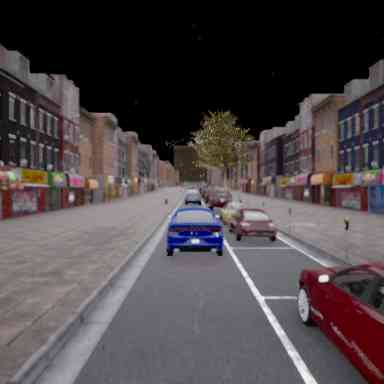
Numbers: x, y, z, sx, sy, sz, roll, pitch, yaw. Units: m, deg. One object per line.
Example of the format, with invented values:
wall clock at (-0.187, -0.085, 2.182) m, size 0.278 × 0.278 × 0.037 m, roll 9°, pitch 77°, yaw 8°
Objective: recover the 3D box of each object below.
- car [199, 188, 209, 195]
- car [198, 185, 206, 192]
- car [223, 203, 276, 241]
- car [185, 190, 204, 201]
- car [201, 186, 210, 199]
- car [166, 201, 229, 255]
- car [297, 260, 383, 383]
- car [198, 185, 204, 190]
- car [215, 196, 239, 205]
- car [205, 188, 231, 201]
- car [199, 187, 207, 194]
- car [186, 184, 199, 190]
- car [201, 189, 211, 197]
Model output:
car at (2.706, -0.195, 76.234) m, size 1.947 × 1.339 × 4.313 m, roll 2°, pitch 2°, yaw 0°
car at (2.723, -0.995, 92.881) m, size 2.192 × 1.841 × 5.009 m, roll 2°, pitch 2°, yaw 0°
car at (2.659, 1.386, 15.111) m, size 1.802 × 1.307 × 4.206 m, roll 1°, pitch 1°, yaw 0°
car at (0.125, 0.803, 41.964) m, size 1.994 × 1.385 × 4.181 m, roll 0°, pitch 1°, yaw 0°
car at (2.689, 0.530, 42.899) m, size 2.192 × 1.841 × 5.009 m, roll 2°, pitch 2°, yaw 0°
car at (0.077, 1.318, 12.668) m, size 1.882 × 1.535 × 5.008 m, roll 0°, pitch 1°, yaw -1°
car at (2.650, 1.500, 3.991) m, size 1.887 × 1.381 × 4.507 m, roll 1°, pitch 1°, yaw 0°
car at (2.701, 0.069, 59.566) m, size 2.192 × 1.841 × 5.009 m, roll 2°, pitch 2°, yaw 0°
car at (2.665, 1.232, 20.839) m, size 1.752 × 1.417 × 4.829 m, roll 1°, pitch 1°, yaw 0°
car at (2.679, 0.802, 31.782) m, size 2.192 × 1.841 × 5.009 m, roll 1°, pitch 1°, yaw 0°
car at (2.709, -0.377, 81.788) m, size 1.947 × 1.339 × 4.313 m, roll 2°, pitch 2°, yaw 0°
car at (0.132, -0.074, 61.264) m, size 2.150 × 2.045 × 5.566 m, roll 0°, pitch 2°, yaw 0°
car at (2.698, 0.134, 65.127) m, size 1.887 × 1.381 × 4.507 m, roll 2°, pitch 2°, yaw 0°
